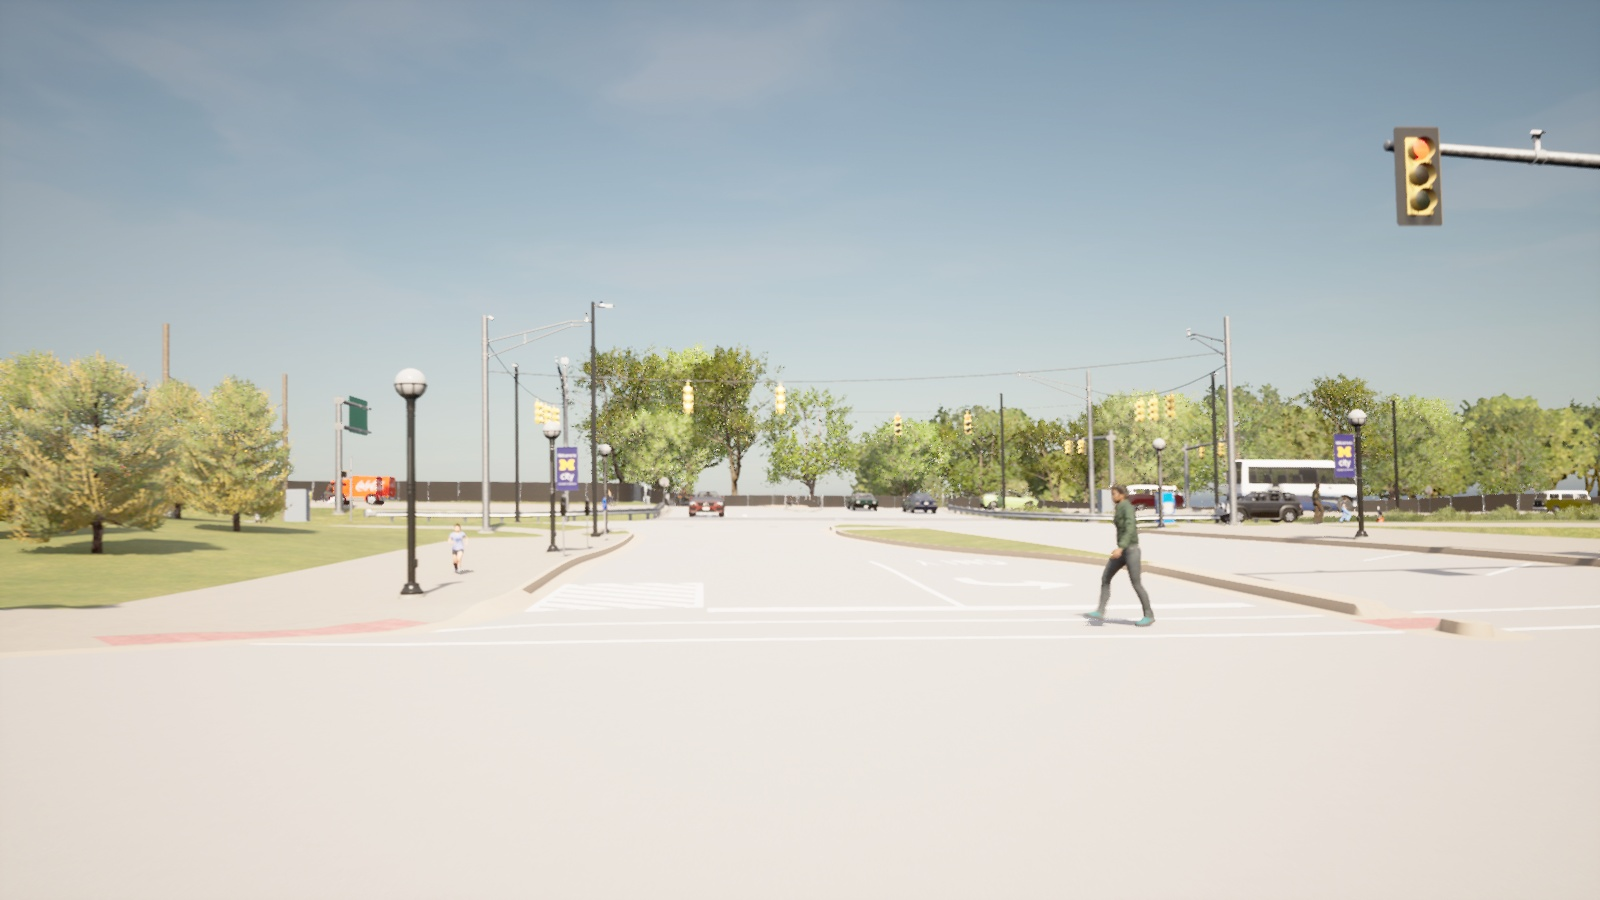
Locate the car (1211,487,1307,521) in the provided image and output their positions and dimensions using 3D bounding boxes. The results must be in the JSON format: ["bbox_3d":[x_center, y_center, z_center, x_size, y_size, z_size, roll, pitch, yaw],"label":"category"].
[{"bbox_3d":[25.578,2.999,70.032,4.605,1.855,1.932,0,-3,-4],"label":"car"}]

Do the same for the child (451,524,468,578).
[{"bbox_3d":[-7.094,2.102,26.171,0.255,1.110,0.394,-1,-3,-4],"label":"child"}]

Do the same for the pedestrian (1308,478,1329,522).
[{"bbox_3d":[23.340,2.259,56.576,0.692,1.930,0.395,-1,-3,-5],"label":"pedestrian"}]

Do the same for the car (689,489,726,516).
[{"bbox_3d":[-5.753,3.277,78.695,2.152,1.651,5.027,0,-2,-2],"label":"car"}]

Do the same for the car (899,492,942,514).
[{"bbox_3d":[8.589,3.778,89.852,2.033,1.411,5.357,0,-1,-6],"label":"car"}]

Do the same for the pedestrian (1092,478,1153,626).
[{"bbox_3d":[4.126,1.296,16.078,0.614,1.847,0.353,-1,-3,-3],"label":"pedestrian"}]

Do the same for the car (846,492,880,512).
[{"bbox_3d":[4.673,3.881,94.029,1.895,1.301,4.718,0,-1,-6],"label":"car"}]

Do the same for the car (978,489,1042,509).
[{"bbox_3d":[16.226,3.796,97.009,4.514,1.525,2.007,0,-3,-4],"label":"car"}]
